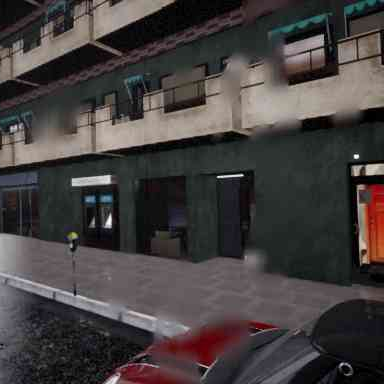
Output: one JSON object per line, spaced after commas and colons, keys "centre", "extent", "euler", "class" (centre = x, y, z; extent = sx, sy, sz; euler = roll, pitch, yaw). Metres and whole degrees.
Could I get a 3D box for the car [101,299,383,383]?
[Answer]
{"centre": [1.125, 1.441, 1.953], "extent": [4.097, 1.590, 1.967], "euler": [0, -2, 36], "class": "car"}
